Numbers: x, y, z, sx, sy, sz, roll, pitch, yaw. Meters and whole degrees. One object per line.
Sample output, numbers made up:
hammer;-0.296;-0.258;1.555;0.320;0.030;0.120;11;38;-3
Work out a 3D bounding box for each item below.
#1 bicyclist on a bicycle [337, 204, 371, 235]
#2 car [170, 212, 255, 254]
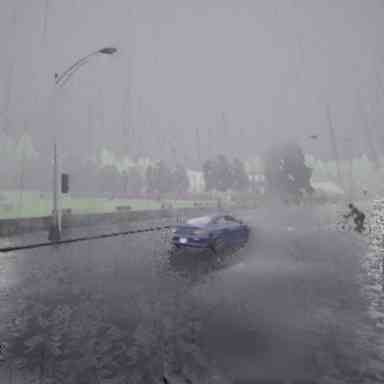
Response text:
bicyclist on a bicycle;8.522;1.450;17.514;1.656;1.620;0.582;0;0;32
car;0.965;1.555;13.693;1.812;1.442;4.674;0;0;34
